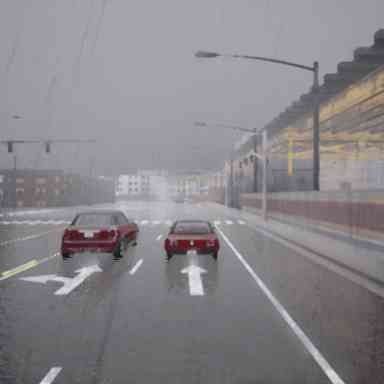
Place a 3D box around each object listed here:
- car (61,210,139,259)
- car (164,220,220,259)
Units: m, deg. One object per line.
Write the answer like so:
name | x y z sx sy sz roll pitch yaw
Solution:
car | -3.480 1.501 13.407 2.097 1.767 4.553 0 -1 0
car | 0.016 1.749 13.226 1.895 1.301 4.718 0 -1 0
